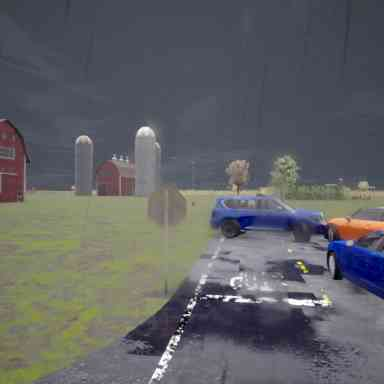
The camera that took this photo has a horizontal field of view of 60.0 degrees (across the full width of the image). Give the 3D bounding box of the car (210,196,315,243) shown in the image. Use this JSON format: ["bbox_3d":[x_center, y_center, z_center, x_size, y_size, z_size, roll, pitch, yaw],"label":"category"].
[{"bbox_3d":[3.638,1.218,16.362,5.566,2.045,2.150,0,0,23],"label":"car"}]

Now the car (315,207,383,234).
[{"bbox_3d":[7.426,1.366,13.357,2.097,1.767,4.553,0,0,-17],"label":"car"}]

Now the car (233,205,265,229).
[{"bbox_3d":[3.849,1.601,22.696,1.895,1.301,4.718,0,0,9],"label":"car"}]

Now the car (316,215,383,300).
[{"bbox_3d":[4.512,1.480,6.883,1.882,1.535,5.008,0,0,0],"label":"car"}]

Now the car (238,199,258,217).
[{"bbox_3d":[5.504,1.502,33.003,1.837,1.490,4.892,0,0,9],"label":"car"}]
